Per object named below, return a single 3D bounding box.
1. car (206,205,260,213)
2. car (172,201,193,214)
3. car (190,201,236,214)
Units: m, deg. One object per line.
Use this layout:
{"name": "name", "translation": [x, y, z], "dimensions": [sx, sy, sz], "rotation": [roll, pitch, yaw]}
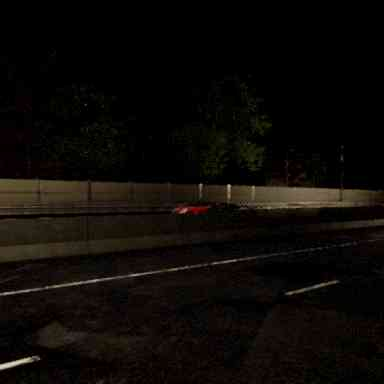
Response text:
{"name": "car", "translation": [3.629, 1.808, 23.778], "dimensions": [4.718, 1.301, 1.895], "rotation": [1, -1, -35]}
{"name": "car", "translation": [0.423, 1.573, 30.087], "dimensions": [4.553, 1.767, 2.097], "rotation": [1, -1, -35]}
{"name": "car", "translation": [2.558, 1.727, 27.311], "dimensions": [4.892, 1.490, 1.837], "rotation": [1, -1, -35]}
